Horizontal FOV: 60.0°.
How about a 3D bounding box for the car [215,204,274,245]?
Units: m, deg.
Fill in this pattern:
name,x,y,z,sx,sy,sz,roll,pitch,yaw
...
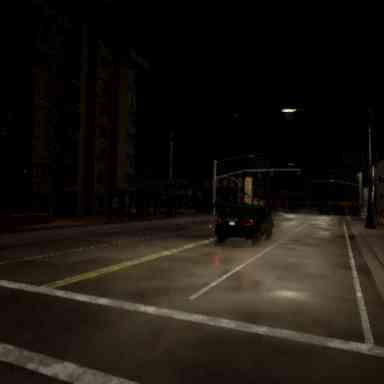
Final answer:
name,x,y,z,sx,sy,sz,roll,pitch,yaw
car,3.087,1.718,18.764,2.150,2.045,5.566,1,-1,25
